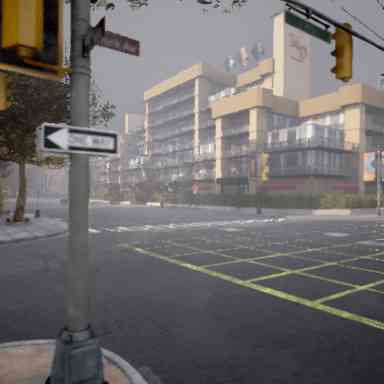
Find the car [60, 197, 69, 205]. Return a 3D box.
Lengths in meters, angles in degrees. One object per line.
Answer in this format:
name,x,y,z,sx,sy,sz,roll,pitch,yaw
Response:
car,-23.714,1.643,63.487,1.882,1.535,5.008,1,0,-36
